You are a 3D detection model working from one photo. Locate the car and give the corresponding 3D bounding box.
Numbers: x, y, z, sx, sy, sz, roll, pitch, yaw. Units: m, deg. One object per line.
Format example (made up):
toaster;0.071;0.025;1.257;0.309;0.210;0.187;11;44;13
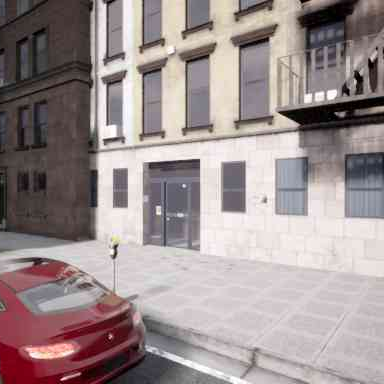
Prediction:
car;-2.474;1.582;4.575;4.206;1.307;1.802;0;0;36
